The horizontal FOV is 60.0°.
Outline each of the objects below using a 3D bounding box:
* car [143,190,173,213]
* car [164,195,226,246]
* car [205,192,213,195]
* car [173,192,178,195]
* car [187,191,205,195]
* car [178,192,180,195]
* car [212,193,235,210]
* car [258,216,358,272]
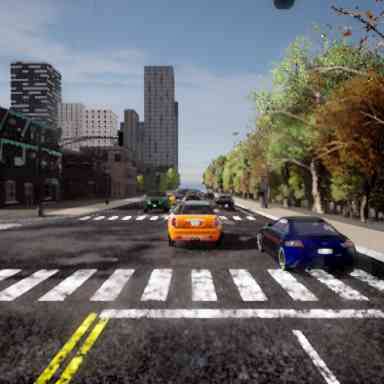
[{"bbox_3d":[-3.298,0.827,32.090,2.150,2.045,5.566,0,1,0],"label":"car"},{"bbox_3d":[0.120,1.173,14.532,2.097,1.767,4.553,0,1,0],"label":"car"},{"bbox_3d":[3.339,0.730,62.999,1.837,1.490,4.892,0,1,0],"label":"car"},{"bbox_3d":[-3.270,0.928,44.683,1.882,1.535,5.008,0,1,0],"label":"car"},{"bbox_3d":[0.152,1.018,37.352,1.882,1.535,5.008,0,1,0],"label":"car"},{"bbox_3d":[-3.160,0.745,65.073,2.033,1.411,5.357,0,1,0],"label":"car"},{"bbox_3d":[3.399,1.071,35.245,1.837,1.490,4.892,0,1,0],"label":"car"},{"bbox_3d":[3.363,1.437,10.390,1.994,1.385,4.181,0,1,0],"label":"car"}]
